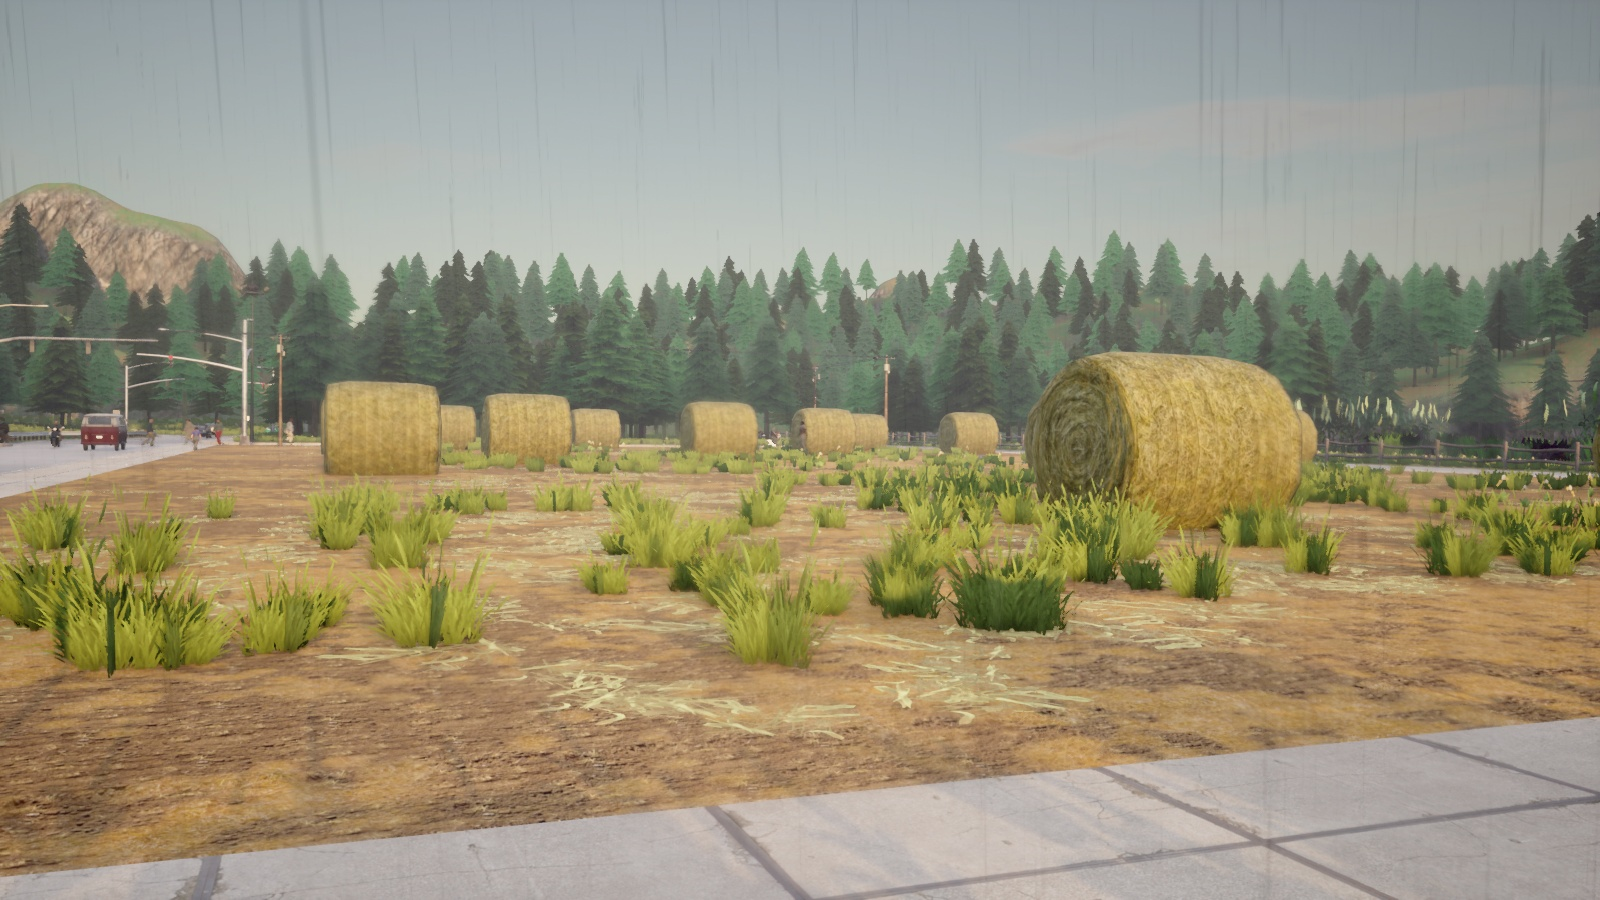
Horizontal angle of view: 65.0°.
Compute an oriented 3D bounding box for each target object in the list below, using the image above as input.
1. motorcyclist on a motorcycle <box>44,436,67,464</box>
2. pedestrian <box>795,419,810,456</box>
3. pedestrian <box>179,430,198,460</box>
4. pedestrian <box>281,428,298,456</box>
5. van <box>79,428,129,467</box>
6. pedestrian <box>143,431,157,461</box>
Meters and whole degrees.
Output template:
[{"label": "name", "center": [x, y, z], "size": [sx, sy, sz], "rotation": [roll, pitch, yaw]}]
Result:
[{"label": "motorcyclist on a motorcycle", "center": [-43.413, 0.002, 73.254], "size": [0.866, 1.590, 1.817], "rotation": [-1, 1, -22]}, {"label": "pedestrian", "center": [0.119, -0.653, 66.075], "size": [0.666, 1.930, 0.402], "rotation": [0, 1, 21]}, {"label": "pedestrian", "center": [-39.387, -0.319, 80.862], "size": [0.659, 1.952, 0.873], "rotation": [0, 1, 34]}, {"label": "pedestrian", "center": [-33.719, -0.541, 82.917], "size": [0.900, 1.855, 0.874], "rotation": [-1, 1, -15]}, {"label": "van", "center": [-37.342, -0.173, 67.446], "size": [1.775, 1.987, 4.442], "rotation": [-1, 1, -22]}, {"label": "pedestrian", "center": [-39.936, -0.251, 77.178], "size": [0.726, 1.842, 0.402], "rotation": [-1, 1, -25]}]
